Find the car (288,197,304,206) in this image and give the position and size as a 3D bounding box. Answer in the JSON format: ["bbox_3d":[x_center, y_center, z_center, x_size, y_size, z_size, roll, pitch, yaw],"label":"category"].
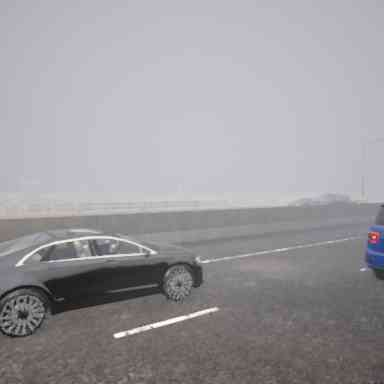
[{"bbox_3d":[13.390,1.395,39.314,4.892,1.490,1.837,0,0,-35],"label":"car"}]

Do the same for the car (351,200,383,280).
[{"bbox_3d":[6.653,1.191,8.488,5.566,2.045,2.150,0,0,-35],"label":"car"}]

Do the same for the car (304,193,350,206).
[{"bbox_3d":[15.179,1.112,36.293,5.566,2.045,2.150,0,0,-35],"label":"car"}]

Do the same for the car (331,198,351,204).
[{"bbox_3d":[16.103,1.498,32.659,4.718,1.301,1.895,0,0,-35],"label":"car"}]

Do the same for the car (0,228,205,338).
[{"bbox_3d":[-1.975,1.485,6.636,4.902,1.511,2.128,0,0,-35],"label":"car"}]
